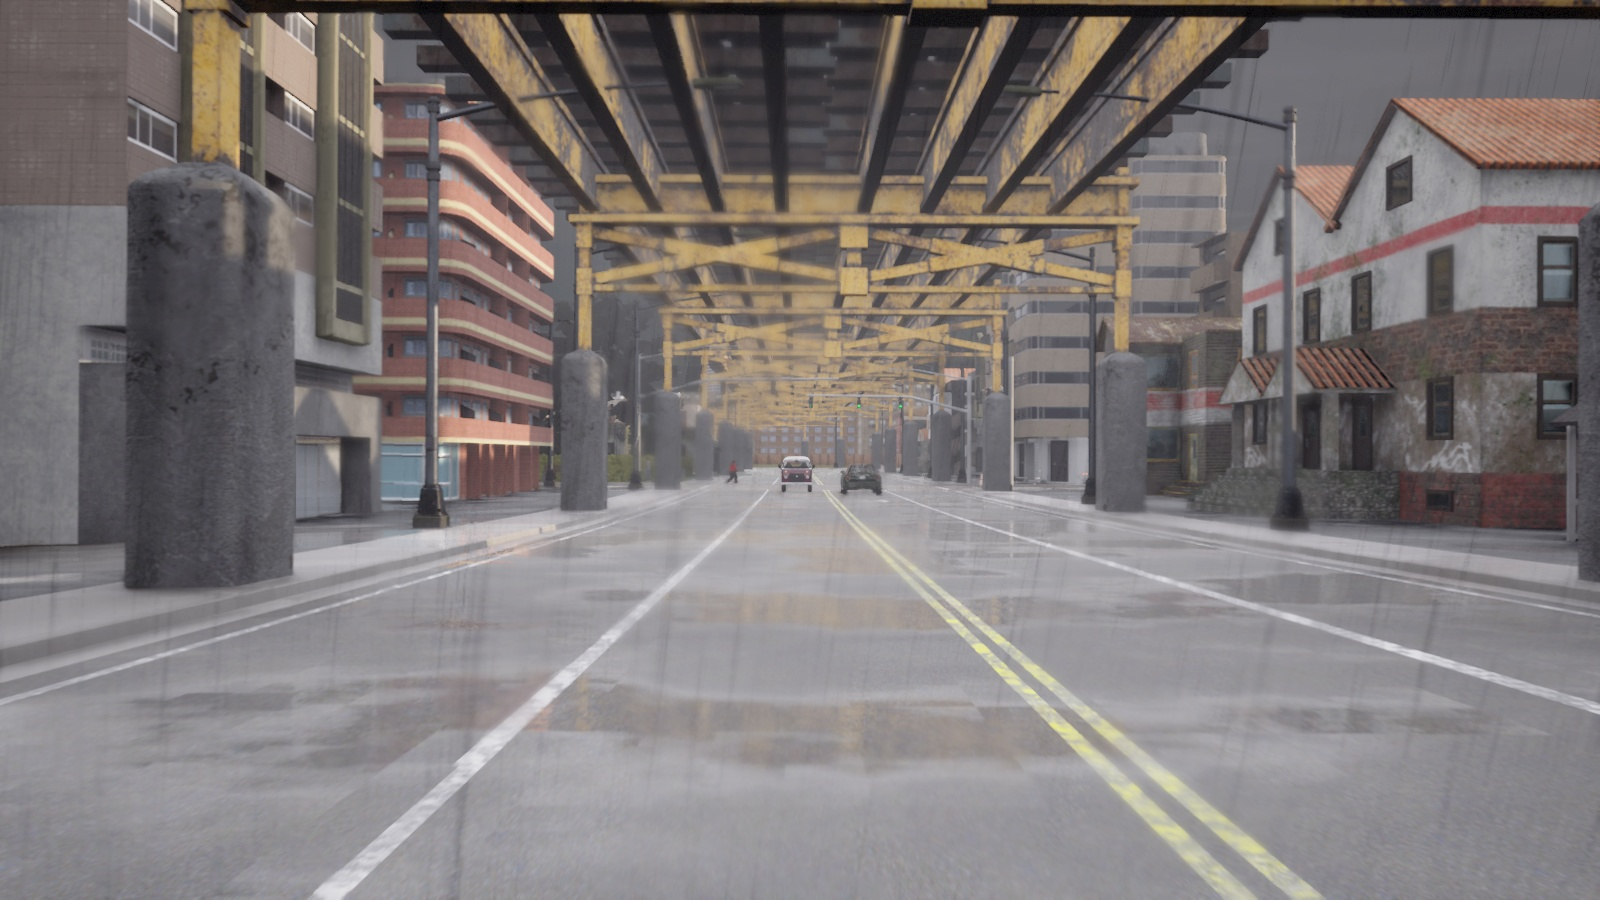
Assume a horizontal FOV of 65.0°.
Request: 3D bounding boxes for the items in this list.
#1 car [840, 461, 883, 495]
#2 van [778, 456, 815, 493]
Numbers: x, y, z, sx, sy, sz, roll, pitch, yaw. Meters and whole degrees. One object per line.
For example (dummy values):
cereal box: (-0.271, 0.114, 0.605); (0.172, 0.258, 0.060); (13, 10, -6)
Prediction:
car: (3.325, 1.487, 68.594); (2.097, 1.767, 4.553); (0, 0, 0)
van: (-0.185, 1.386, 72.320); (2.069, 2.038, 4.480); (0, 0, 0)
